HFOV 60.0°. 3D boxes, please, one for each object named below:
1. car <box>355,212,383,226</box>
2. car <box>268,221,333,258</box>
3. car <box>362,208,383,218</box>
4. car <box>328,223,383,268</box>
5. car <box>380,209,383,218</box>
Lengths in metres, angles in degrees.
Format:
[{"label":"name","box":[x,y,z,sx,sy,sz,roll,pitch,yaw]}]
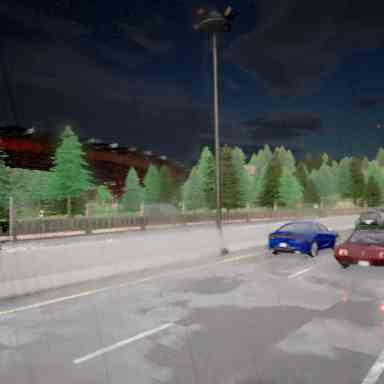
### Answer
[{"label":"car","box":[14.615,2.323,26.306,2.097,1.767,4.553,-4,-4,44]},{"label":"car","box":[5.497,2.143,16.005,1.882,1.535,5.008,-4,-3,41]},{"label":"car","box":[31.502,3.592,56.922,4.892,1.490,1.837,0,-3,-29]},{"label":"car","box":[6.987,2.065,12.389,1.895,1.301,4.718,-4,-4,41]},{"label":"car","box":[32.784,3.411,53.626,4.892,1.490,1.837,0,-3,-29]}]
